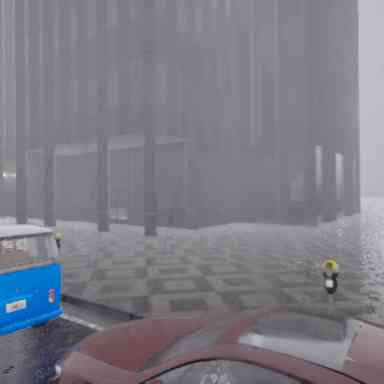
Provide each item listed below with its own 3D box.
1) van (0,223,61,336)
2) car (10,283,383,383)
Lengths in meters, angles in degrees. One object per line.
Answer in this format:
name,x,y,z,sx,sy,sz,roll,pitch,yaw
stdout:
van,-4.007,1.410,5.828,3.998,1.788,1.690,-1,0,36
car,0.614,1.591,2.526,4.206,1.307,1.802,-1,0,36
